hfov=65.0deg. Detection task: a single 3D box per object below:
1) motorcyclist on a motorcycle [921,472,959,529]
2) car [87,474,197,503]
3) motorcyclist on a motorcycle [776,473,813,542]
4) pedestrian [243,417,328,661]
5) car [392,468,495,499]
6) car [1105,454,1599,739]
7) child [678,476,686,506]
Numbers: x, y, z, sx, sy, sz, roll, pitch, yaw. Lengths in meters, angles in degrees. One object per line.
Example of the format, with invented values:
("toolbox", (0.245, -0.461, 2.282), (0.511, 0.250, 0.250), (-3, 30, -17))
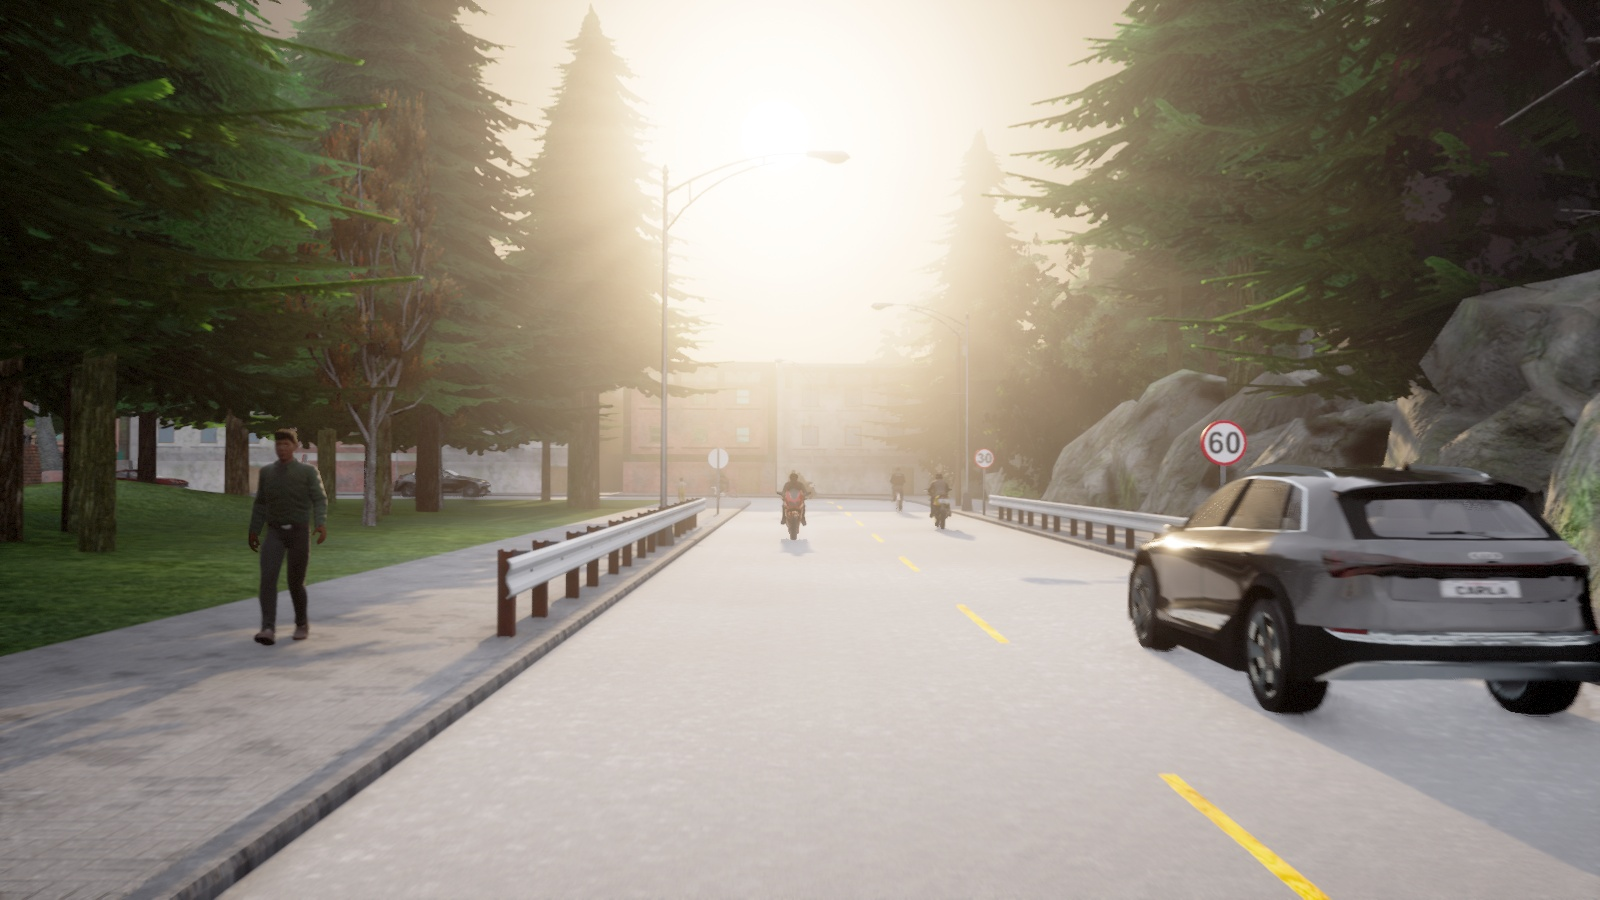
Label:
("motorcyclist on a motorcycle", (3.833, 1.361, 34.485), (0.797, 1.523, 2.044), (0, -1, 0))
("car", (-35.902, 2.088, 68.550), (5.008, 1.535, 1.882), (0, -1, 0))
("motorcyclist on a motorcycle", (-0.128, 1.276, 28.495), (0.797, 1.523, 2.044), (0, -1, -1))
("pedestrian", (-4.265, 0.717, 10.439), (0.423, 1.949, 0.788), (0, -1, -4))
("car", (-19.413, 1.823, 68.567), (5.027, 1.651, 2.152), (0, -1, 0))
("car", (3.977, 0.892, 9.723), (2.033, 1.649, 4.856), (0, -1, 0))
("child", (-4.925, 1.706, 52.473), (0.270, 1.263, 0.437), (0, -1, -12))
